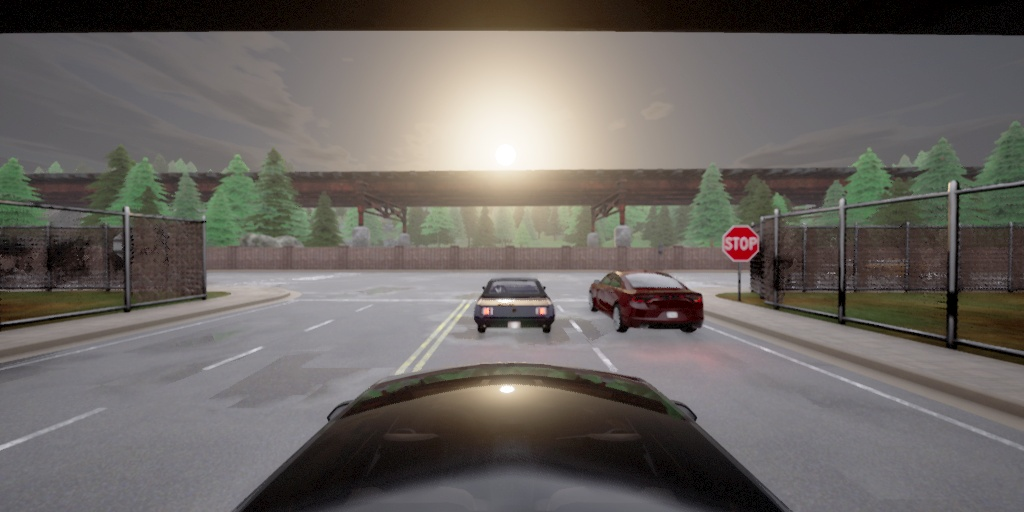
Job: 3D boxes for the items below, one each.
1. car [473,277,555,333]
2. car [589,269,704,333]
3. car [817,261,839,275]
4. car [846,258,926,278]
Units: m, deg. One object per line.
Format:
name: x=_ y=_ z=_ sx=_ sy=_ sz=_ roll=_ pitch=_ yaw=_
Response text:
car: x=0.059 y=1.246 z=10.316 sx=1.895 sy=1.301 sz=4.718 roll=0 pitch=1 yaw=0
car: x=3.559 y=1.123 z=10.423 sx=1.882 sy=1.535 sz=5.008 roll=0 pitch=1 yaw=0
car: x=29.949 y=0.915 z=31.904 sx=4.674 sy=1.442 sz=1.812 roll=0 pitch=1 yaw=0
car: x=29.619 y=0.909 z=28.418 sx=5.008 sy=1.535 sz=1.882 roll=0 pitch=1 yaw=0
